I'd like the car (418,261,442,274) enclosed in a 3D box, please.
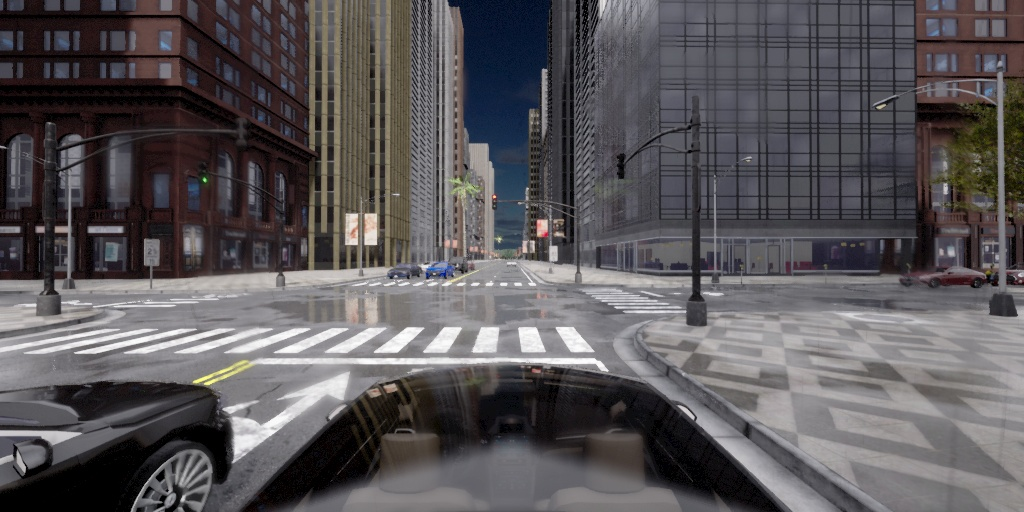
[{"bbox_3d":[-9.914,1.371,43.715,1.812,1.442,4.674,0,0,0],"label":"car"}]

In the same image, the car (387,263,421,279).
[{"bbox_3d":[-9.864,1.361,33.528,2.033,1.411,5.357,0,0,3],"label":"car"}]

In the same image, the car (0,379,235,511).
[{"bbox_3d":[-3.138,1.241,0.918,2.128,1.511,4.902,0,0,-1],"label":"car"}]

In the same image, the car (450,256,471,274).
[{"bbox_3d":[-6.660,1.067,43.666,2.150,2.045,5.566,0,0,0],"label":"car"}]

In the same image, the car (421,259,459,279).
[{"bbox_3d":[-6.644,1.291,33.558,1.882,1.535,5.008,0,0,2],"label":"car"}]

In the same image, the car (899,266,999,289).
[{"bbox_3d":[26.434,1.276,22.006,4.207,1.307,1.802,0,0,-1],"label":"car"}]

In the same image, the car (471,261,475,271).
[{"bbox_3d":[-6.658,1.411,53.956,1.812,1.442,4.674,0,0,0],"label":"car"}]

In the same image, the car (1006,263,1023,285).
[{"bbox_3d":[32.072,1.118,22.102,4.097,1.591,1.967,0,0,-1],"label":"car"}]
